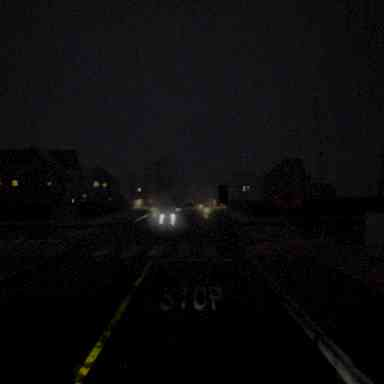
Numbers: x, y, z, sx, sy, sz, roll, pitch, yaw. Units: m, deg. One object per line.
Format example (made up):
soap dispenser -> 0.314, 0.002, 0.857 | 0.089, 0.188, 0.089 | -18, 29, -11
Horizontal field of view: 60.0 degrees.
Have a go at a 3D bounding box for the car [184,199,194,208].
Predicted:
car -> -0.514, 2.275, 63.162 | 1.895, 1.301, 4.718 | 0, -1, -1

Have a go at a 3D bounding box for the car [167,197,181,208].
car -> -3.252, 1.844, 59.785 | 2.150, 2.045, 5.566 | 0, -1, 0

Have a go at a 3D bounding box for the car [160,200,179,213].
car -> -3.076, 1.998, 42.927 | 1.895, 1.301, 4.718 | 0, -1, -1

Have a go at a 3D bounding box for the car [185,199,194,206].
car -> -0.670, 2.263, 73.187 | 1.895, 1.301, 4.718 | 0, -1, -2
